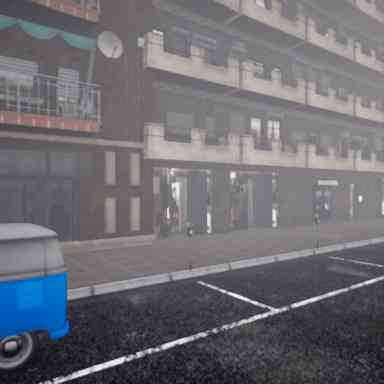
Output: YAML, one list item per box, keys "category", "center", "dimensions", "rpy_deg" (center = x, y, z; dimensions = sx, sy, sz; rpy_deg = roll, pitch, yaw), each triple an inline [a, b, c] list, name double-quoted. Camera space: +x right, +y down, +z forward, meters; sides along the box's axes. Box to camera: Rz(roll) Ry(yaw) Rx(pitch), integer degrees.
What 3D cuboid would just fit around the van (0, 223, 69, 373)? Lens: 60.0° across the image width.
- category: "van"
  center: [-3.587, 1.342, 4.005]
  dimensions: [3.998, 1.788, 1.690]
  rpy_deg: [0, 0, -36]
